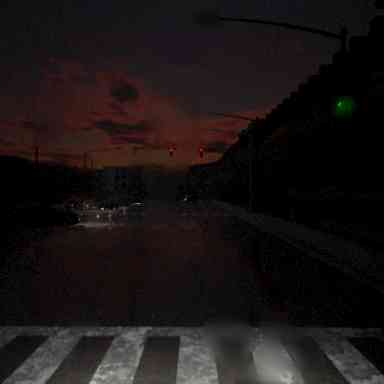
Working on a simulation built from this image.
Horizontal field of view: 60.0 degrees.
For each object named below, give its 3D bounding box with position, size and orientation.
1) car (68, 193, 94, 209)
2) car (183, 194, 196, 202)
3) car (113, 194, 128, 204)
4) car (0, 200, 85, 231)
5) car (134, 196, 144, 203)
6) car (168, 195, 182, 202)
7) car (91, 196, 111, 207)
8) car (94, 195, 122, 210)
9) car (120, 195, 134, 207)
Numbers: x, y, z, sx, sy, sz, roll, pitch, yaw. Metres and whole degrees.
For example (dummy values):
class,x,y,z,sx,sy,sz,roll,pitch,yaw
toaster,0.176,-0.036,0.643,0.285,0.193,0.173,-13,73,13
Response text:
class,x,y,z,sx,sy,sz,roll,pitch,yaw
car,-14.166,1.203,42.197,2.150,2.045,5.566,0,0,1
car,-0.172,1.487,73.511,2.128,1.511,4.902,0,0,-3
car,-14.149,1.323,66.100,2.097,1.767,4.553,0,0,0
car,-9.597,1.496,20.706,4.892,1.490,1.837,0,1,-41
car,-10.655,1.518,65.922,2.033,1.411,5.357,0,0,0
car,-3.659,1.562,72.567,1.895,1.301,4.718,0,0,-3
car,-14.175,1.482,52.006,1.837,1.490,4.892,0,0,0
car,-10.663,1.507,42.407,1.812,1.442,4.674,0,0,0
car,-10.673,1.579,51.512,1.895,1.301,4.718,0,0,0
